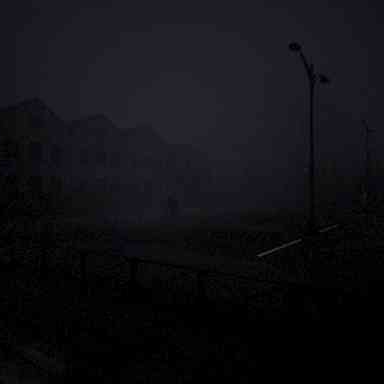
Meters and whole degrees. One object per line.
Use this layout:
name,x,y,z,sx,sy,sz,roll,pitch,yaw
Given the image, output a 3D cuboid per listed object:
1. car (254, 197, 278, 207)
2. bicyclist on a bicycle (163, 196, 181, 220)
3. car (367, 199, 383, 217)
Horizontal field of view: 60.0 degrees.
car,10.445,1.356,46.692,2.033,1.411,5.357,0,0,33
bicyclist on a bicycle,-1.399,1.109,23.069,1.656,1.620,0.582,0,0,35
car,15.424,1.298,26.815,2.007,1.523,4.514,0,0,35
